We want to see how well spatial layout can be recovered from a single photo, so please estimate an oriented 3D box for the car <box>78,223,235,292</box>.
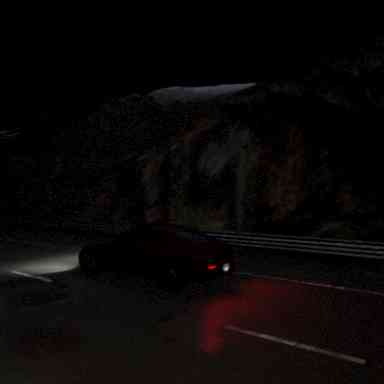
[{"bbox_3d":[-1.093,1.576,9.051,4.674,1.442,1.812,0,0,35],"label":"car"}]
